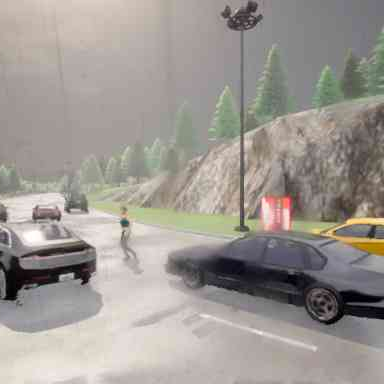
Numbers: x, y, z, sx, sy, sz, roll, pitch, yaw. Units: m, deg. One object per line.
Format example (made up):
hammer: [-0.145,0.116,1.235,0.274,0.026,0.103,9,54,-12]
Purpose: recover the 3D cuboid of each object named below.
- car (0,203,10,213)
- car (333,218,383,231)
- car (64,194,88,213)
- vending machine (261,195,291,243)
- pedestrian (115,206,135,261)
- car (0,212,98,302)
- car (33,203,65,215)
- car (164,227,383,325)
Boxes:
car: [-14.714,1.526,24.795,1.812,1.442,4.674,0,0,-26]
car: [4.910,1.478,9.369,5.008,1.535,1.882,0,0,39]
car: [-13.178,1.221,37.730,2.150,2.045,5.566,0,0,-25]
vending machine: [3.882,1.195,15.396,1.100,2.100,0.880,0,0,-44]
pedestrian: [-2.178,1.294,10.786,0.375,1.860,0.375,0,0,-43]
car: [-4.201,1.491,8.415,2.128,1.511,4.902,0,0,-44]
car: [-11.210,1.601,25.552,1.895,1.301,4.718,0,0,-26]
car: [1.810,1.547,7.196,5.357,1.411,2.033,0,0,42]
